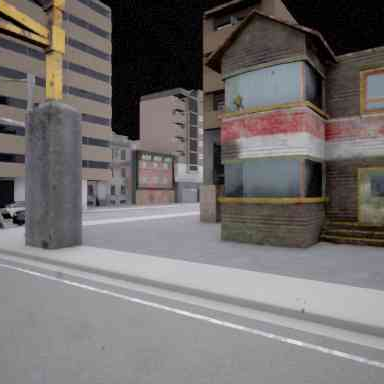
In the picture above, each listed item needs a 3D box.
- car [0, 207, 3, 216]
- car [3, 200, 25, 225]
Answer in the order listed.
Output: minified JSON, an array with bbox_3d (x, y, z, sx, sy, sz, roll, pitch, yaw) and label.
[{"bbox_3d":[-13.222,1.233,25.685,4.536,1.218,1.853,0,0,-30],"label":"car"},{"bbox_3d":[-10.065,1.397,22.985,2.038,1.542,4.974,0,0,15],"label":"car"}]
